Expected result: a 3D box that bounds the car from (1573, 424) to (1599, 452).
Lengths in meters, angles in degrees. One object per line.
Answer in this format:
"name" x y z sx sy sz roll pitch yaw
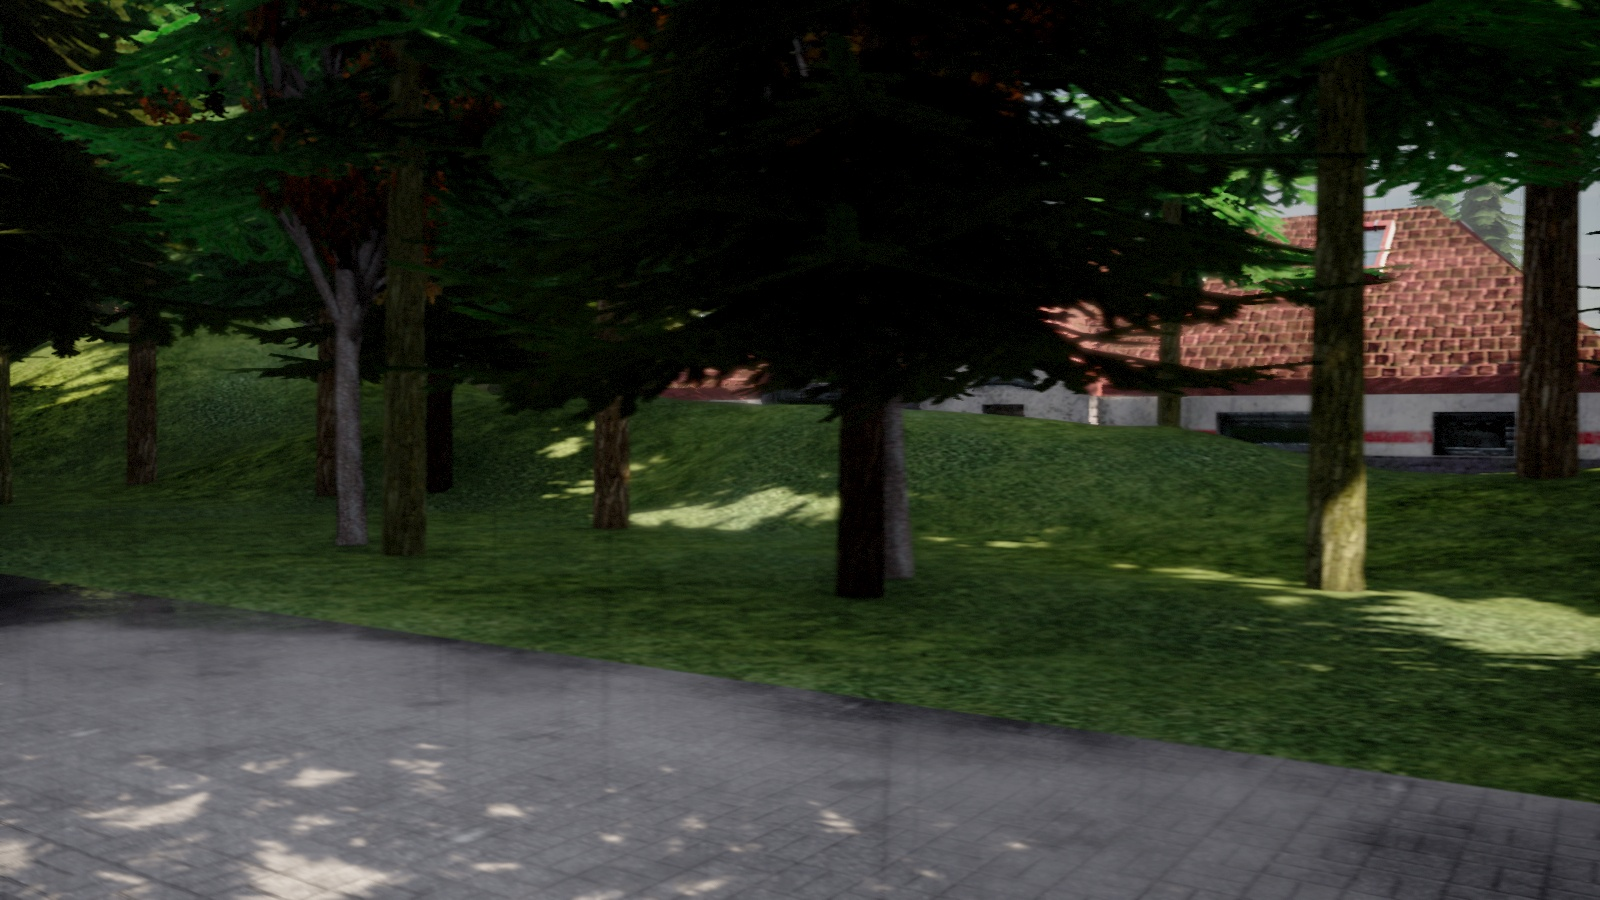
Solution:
"car" 44.903 -0.651 68.233 4.902 1.511 2.128 0 1 34
